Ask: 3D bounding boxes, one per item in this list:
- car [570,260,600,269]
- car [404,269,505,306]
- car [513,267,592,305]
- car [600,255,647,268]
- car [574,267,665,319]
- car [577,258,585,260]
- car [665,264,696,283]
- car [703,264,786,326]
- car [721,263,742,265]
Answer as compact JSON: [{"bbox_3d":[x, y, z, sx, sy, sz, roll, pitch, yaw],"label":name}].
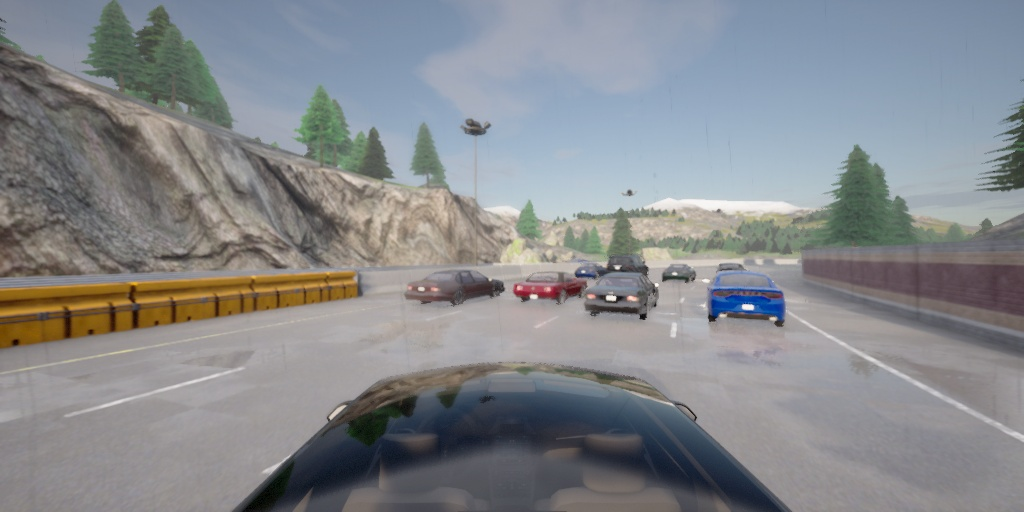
[{"bbox_3d":[7.137,1.303,31.818,1.994,1.385,4.181,0,0,34],"label":"car"},{"bbox_3d":[-2.282,1.292,15.794,2.033,1.411,5.357,0,0,27],"label":"car"},{"bbox_3d":[1.930,1.345,16.276,1.895,1.301,4.718,0,0,28],"label":"car"},{"bbox_3d":[9.313,0.964,28.834,2.150,2.045,5.566,0,0,34],"label":"car"},{"bbox_3d":[4.085,1.294,12.878,2.033,1.411,5.357,0,0,27],"label":"car"},{"bbox_3d":[13.795,1.329,62.177,1.895,1.301,4.718,0,0,45],"label":"car"},{"bbox_3d":[13.264,1.305,28.389,1.994,1.385,4.181,0,0,34],"label":"car"},{"bbox_3d":[7.541,1.225,11.924,1.882,1.535,5.008,0,0,27],"label":"car"},{"bbox_3d":[16.002,1.249,26.200,1.837,1.490,4.892,0,0,34],"label":"car"}]
